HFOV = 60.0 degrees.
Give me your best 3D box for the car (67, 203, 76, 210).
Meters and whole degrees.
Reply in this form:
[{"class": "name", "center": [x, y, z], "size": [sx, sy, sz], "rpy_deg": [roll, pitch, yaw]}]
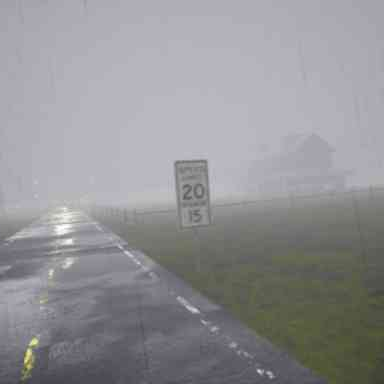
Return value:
[{"class": "car", "center": [-30.068, 3.640, 82.883], "size": [2.128, 1.511, 4.902], "rpy_deg": [-4, 0, -21]}]
